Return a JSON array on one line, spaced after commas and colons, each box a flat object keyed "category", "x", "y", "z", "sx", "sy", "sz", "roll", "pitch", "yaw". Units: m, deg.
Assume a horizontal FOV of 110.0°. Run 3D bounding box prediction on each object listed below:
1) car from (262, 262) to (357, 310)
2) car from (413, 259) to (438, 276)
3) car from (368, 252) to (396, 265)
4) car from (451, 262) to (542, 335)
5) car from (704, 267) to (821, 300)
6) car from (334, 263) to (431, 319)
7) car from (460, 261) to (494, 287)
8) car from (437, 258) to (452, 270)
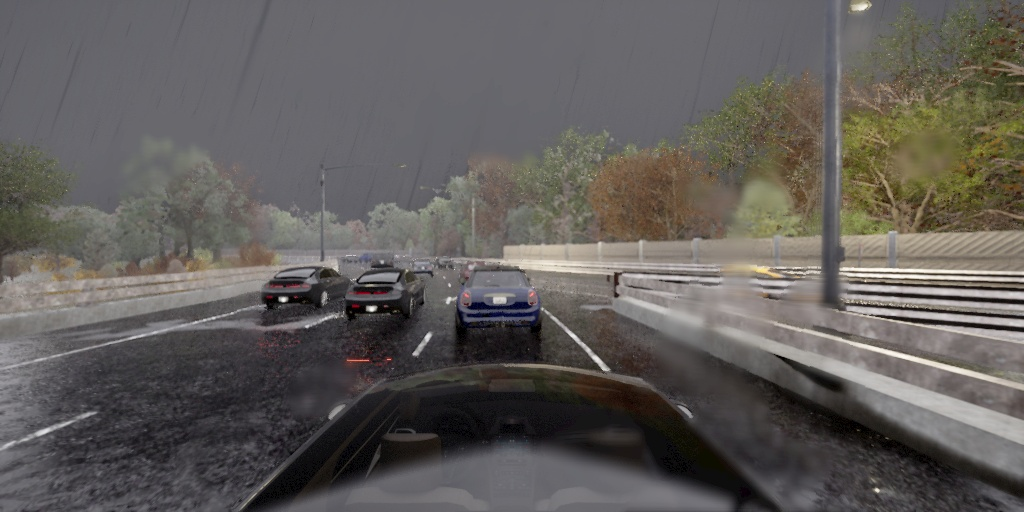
[{"category": "car", "x": -7.914, "y": 1.163, "z": 14.303, "sx": 1.837, "sy": 1.490, "sz": 4.892, "roll": 0, "pitch": 0, "yaw": -8}, {"category": "car", "x": -8.229, "y": 1.070, "z": 32.558, "sx": 2.033, "sy": 1.411, "sz": 5.357, "roll": 0, "pitch": 0, "yaw": -17}, {"category": "car", "x": -13.547, "y": 0.709, "z": 37.358, "sx": 2.150, "sy": 2.045, "sz": 5.566, "roll": 0, "pitch": 0, "yaw": -20}, {"category": "car", "x": -0.490, "y": 1.037, "z": 10.494, "sx": 2.097, "sy": 1.767, "sz": 4.553, "roll": 0, "pitch": 0, "yaw": -5}, {"category": "car", "x": 8.917, "y": 1.181, "z": 13.980, "sx": 1.882, "sy": 1.535, "sz": 5.008, "roll": -1, "pitch": 0, "yaw": -40}, {"category": "car", "x": -4.153, "y": 1.178, "z": 12.381, "sx": 1.837, "sy": 1.490, "sz": 4.892, "roll": 0, "pitch": 1, "yaw": -6}, {"category": "car", "x": -2.433, "y": 1.113, "z": 23.741, "sx": 1.812, "sy": 1.442, "sz": 4.674, "roll": 0, "pitch": 1, "yaw": -11}, {"category": "car", "x": -8.503, "y": 0.944, "z": 43.734, "sx": 1.837, "sy": 1.490, "sz": 4.892, "roll": 0, "pitch": 0, "yaw": -24}]
